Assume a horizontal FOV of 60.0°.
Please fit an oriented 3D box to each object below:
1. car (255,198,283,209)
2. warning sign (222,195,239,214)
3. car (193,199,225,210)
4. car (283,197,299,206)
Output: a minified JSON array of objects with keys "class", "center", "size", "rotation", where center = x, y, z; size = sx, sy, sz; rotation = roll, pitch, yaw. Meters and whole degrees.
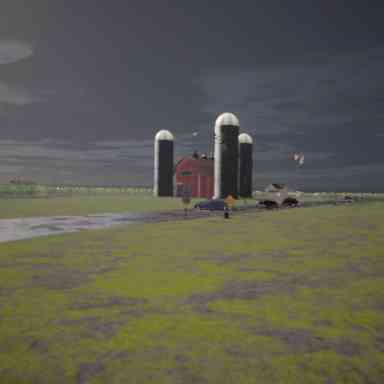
[{"class":"car","center":[11.050,1.613,49.082],"size":[2.128,1.511,4.902],"rotation":[1,0,36]},{"class":"warning sign","center":[3.774,1.200,32.908],"size":[1.300,1.860,1.060],"rotation":[1,1,36]},{"class":"car","center":[2.329,1.556,43.165],"size":[2.033,1.411,5.357],"rotation":[1,0,36]},{"class":"car","center":[17.075,1.690,57.551],"size":[1.837,1.490,4.892],"rotation":[1,0,36]}]
